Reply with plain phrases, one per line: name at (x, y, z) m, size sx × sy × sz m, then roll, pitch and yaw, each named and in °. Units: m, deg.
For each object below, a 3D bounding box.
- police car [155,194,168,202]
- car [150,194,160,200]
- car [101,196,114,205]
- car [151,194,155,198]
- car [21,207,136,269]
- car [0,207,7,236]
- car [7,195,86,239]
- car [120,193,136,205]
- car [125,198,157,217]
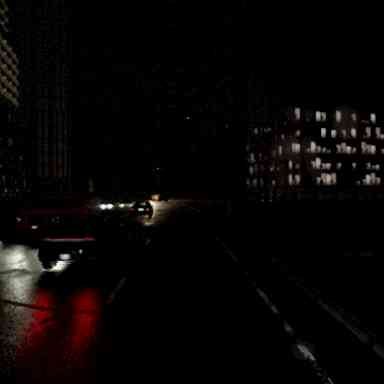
police car at (-6.348, 1.316, 72.560) m, size 1.930 × 1.638 × 5.238 m, roll 0°, pitch 0°, yaw -11°
car at (-9.911, 1.330, 88.500) m, size 1.801 × 1.575 × 5.366 m, roll 0°, pitch 0°, yaw -14°
car at (-14.712, 1.411, 58.279) m, size 2.128 × 1.511 × 4.902 m, roll 0°, pitch 0°, yaw -9°
car at (-8.500, 1.336, 82.571) m, size 1.801 × 1.575 × 5.366 m, roll 0°, pitch 0°, yaw -13°
car at (-3.404, 1.477, 11.139) m, size 2.128 × 1.511 × 4.902 m, roll 0°, pitch 0°, yaw -2°
car at (-10.400, 1.543, 18.054) m, size 1.994 × 1.385 × 4.181 m, roll 0°, pitch 0°, yaw -3°
car at (-7.102, 1.200, 17.442) m, size 2.150 × 2.045 × 5.566 m, roll 0°, pitch 0°, yaw -3°
car at (-11.472, 1.268, 58.646) m, size 2.097 × 1.767 × 4.553 m, roll 0°, pitch 0°, yaw -9°
car at (-4.493, 1.502, 30.038) m, size 2.033 × 1.411 × 5.357 m, roll 0°, pitch 0°, yaw -5°
